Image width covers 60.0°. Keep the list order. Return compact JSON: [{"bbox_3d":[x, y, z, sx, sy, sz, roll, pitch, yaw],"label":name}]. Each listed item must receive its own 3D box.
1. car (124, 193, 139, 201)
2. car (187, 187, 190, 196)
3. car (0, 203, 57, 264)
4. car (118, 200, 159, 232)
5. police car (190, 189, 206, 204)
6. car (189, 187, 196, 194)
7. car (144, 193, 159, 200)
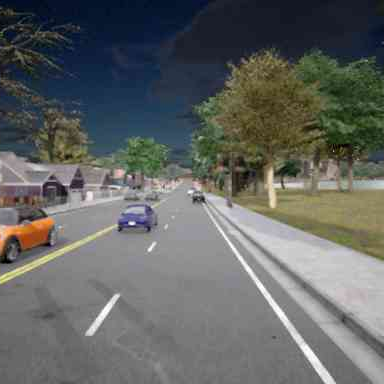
[{"bbox_3d":[-9.787,0.859,54.101,1.994,1.385,4.181,0,1,0],"label":"car"},{"bbox_3d":[0.036,-0.153,82.947,2.150,2.045,5.566,0,1,0],"label":"car"},{"bbox_3d":[-6.594,1.334,11.740,2.097,1.767,4.553,0,0,0],"label":"car"},{"bbox_3d":[-3.140,1.454,19.689,1.812,1.442,4.674,0,1,0],"label":"car"},{"bbox_3d":[0.997,0.826,49.700,1.930,1.638,5.238,0,1,0],"label":"police car"},{"bbox_3d":[1.003,0.391,65.557,2.097,1.767,4.553,0,1,0],"label":"car"},{"bbox_3d":[-6.538,0.856,54.231,1.994,1.385,4.181,0,1,0],"label":"car"}]
